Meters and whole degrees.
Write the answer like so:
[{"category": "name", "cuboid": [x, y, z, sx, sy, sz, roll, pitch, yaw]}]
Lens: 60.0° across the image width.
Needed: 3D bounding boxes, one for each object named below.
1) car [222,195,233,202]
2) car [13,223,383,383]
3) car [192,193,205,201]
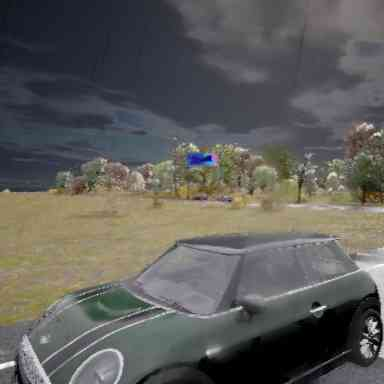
[{"category": "car", "cuboid": [6.167, 1.403, 67.832, 2.033, 1.411, 5.357, 0, 0, -33]}, {"category": "car", "cuboid": [0.366, 1.349, 4.140, 4.553, 1.767, 2.097, 0, 0, -36]}, {"category": "car", "cuboid": [2.017, 1.081, 73.972, 2.097, 1.767, 4.553, 0, 0, -34]}]
